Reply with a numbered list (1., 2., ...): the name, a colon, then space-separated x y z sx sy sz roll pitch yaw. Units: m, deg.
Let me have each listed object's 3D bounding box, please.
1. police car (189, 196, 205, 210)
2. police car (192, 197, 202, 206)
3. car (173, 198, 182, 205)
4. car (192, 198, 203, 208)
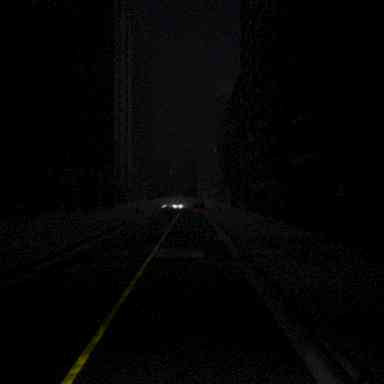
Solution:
1. police car: 0.884 1.767 48.815 1.930 1.638 5.238 0 0 0
2. police car: 0.879 1.878 64.816 1.930 1.638 5.238 0 0 0
3. car: -3.024 2.025 71.762 2.128 1.511 4.902 0 0 0
4. car: 0.882 1.914 58.705 1.837 1.490 4.892 0 0 0
